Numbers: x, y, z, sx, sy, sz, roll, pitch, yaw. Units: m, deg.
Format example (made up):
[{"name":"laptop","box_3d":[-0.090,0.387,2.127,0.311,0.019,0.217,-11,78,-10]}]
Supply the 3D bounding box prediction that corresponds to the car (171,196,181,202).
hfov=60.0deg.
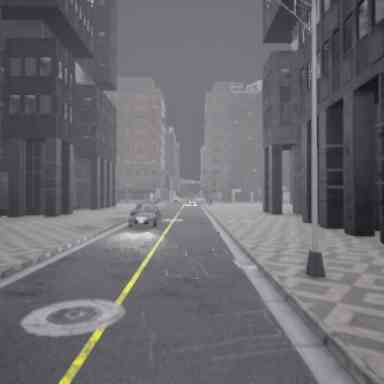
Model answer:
[{"name":"car","box_3d":[-3.055,1.487,64.422,1.882,1.535,5.008,0,0,0]}]

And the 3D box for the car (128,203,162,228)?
[{"name":"car","box_3d":[-3.119,1.555,22.823,2.128,1.511,4.902,0,0,0]}]
